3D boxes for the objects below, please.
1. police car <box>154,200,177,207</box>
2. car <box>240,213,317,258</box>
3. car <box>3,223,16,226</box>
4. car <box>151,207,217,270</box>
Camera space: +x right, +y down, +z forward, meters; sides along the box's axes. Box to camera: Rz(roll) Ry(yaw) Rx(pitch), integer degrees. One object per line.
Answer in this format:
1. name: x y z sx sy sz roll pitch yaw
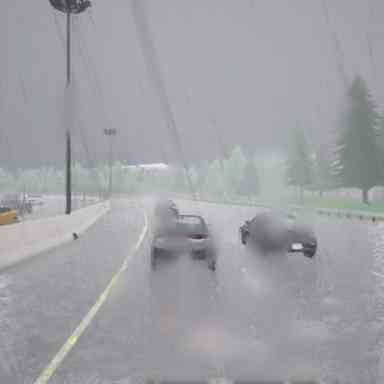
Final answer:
1. police car: -2.340 1.490 30.046 2.038 1.542 4.974 0 0 -9
2. car: 3.091 1.510 12.553 1.812 1.442 4.674 0 0 -4
3. car: -11.671 1.493 19.036 1.882 1.535 5.008 0 0 -6
4. car: -0.313 1.485 10.978 2.128 1.511 4.902 0 0 -3
